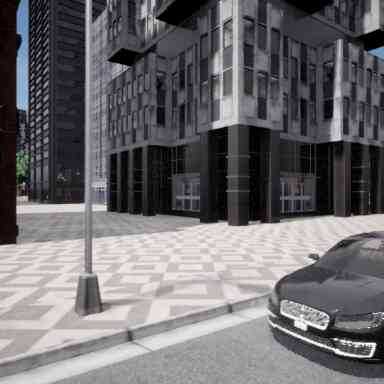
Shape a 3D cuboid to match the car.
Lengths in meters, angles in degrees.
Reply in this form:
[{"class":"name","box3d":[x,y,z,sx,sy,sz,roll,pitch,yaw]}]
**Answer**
[{"class":"car","box3d":[3.413,1.506,5.795,4.892,1.490,1.837,0,0,-35]}]
